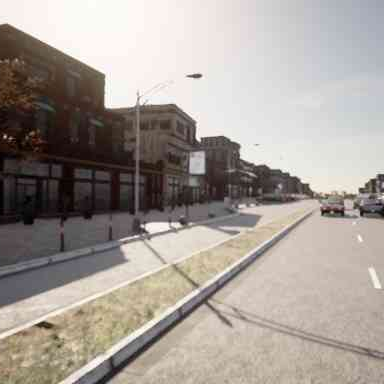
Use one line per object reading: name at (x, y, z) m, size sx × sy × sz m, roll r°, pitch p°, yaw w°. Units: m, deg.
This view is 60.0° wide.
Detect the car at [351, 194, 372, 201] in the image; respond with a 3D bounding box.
car at (20.687, 1.340, 40.586) m, size 1.837 × 1.490 × 4.892 m, roll 0°, pitch 0°, yaw 25°

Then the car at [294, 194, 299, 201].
car at (24.417, 1.460, 87.816) m, size 5.566 × 2.045 × 2.435 m, roll 0°, pitch 0°, yaw 24°

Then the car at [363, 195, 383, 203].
car at (40.824, 1.481, 74.274) m, size 4.553 × 1.767 × 2.185 m, roll 0°, pitch 0°, yaw 24°

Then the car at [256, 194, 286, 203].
car at (16.305, 1.346, 70.004) m, size 5.566 × 2.045 × 2.435 m, roll 0°, pitch -1°, yaw 24°

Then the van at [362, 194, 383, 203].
van at (41.815, 1.394, 76.852) m, size 4.442 × 1.987 × 1.878 m, roll 0°, pitch 0°, yaw 24°

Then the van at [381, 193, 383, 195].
van at (25.092, 1.072, 38.887) m, size 4.442 × 1.987 × 1.878 m, roll 0°, pitch 0°, yaw 24°

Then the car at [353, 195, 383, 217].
car at (15.335, 1.304, 28.573) m, size 2.128 × 1.511 × 4.902 m, roll 0°, pitch 0°, yaw 25°

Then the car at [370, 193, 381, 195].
car at (27.262, 1.083, 44.091) m, size 5.566 × 2.045 × 2.435 m, roll 0°, pitch -1°, yaw 24°

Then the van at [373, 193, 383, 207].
van at (29.431, 1.159, 49.158) m, size 4.442 × 1.987 × 1.878 m, roll 0°, pitch -1°, yaw 24°

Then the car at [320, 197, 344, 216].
car at (12.710, 1.424, 30.046) m, size 1.895 × 1.301 × 4.718 m, roll 0°, pitch 0°, yaw 25°

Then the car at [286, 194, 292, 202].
car at (19.744, 1.406, 77.598) m, size 5.566 × 2.045 × 2.435 m, roll 0°, pitch 0°, yaw 24°

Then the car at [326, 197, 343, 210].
car at (17.949, 1.352, 41.810) m, size 1.837 × 1.490 × 4.892 m, roll 0°, pitch 0°, yaw 25°

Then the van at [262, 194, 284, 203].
van at (17.584, 1.393, 72.473) m, size 4.442 × 1.987 × 1.878 m, roll 0°, pitch -1°, yaw 24°

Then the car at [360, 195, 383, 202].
car at (44.342, 1.637, 81.762) m, size 5.366 × 1.575 × 1.946 m, roll 0°, pitch 0°, yaw 24°
